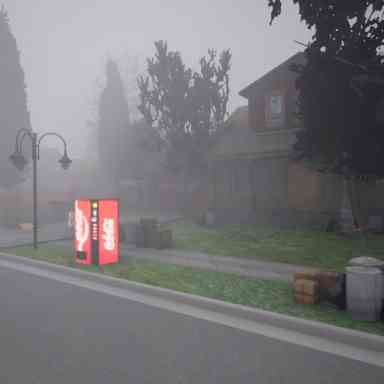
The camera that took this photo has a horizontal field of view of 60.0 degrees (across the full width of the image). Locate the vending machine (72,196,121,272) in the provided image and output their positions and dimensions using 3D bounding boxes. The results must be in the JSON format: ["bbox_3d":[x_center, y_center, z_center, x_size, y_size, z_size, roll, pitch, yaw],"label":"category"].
[{"bbox_3d":[-2.889,1.196,10.100,0.880,2.100,1.100,0,0,36],"label":"vending machine"}]
